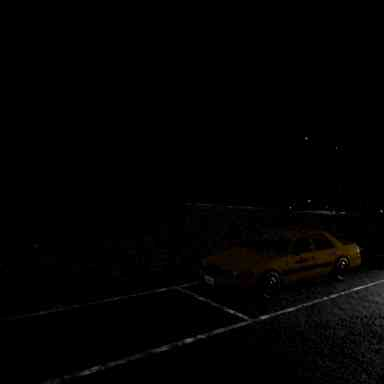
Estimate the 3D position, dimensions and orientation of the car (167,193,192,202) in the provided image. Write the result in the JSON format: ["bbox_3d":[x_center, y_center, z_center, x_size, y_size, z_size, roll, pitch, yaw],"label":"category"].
[{"bbox_3d":[-2.348,1.056,60.698,2.128,1.511,4.902,1,0,-34],"label":"car"}]

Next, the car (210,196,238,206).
[{"bbox_3d":[4.313,1.247,45.347,1.994,1.385,4.181,1,0,-34],"label":"car"}]

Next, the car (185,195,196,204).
[{"bbox_3d":[-1.283,1.193,53.556,1.895,1.301,4.718,1,0,-34],"label":"car"}]

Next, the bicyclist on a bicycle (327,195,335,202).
[{"bbox_3d":[16.282,1.158,38.904,1.656,1.620,0.582,0,0,-34],"label":"bicyclist on a bicycle"}]

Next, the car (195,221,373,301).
[{"bbox_3d":[2.345,1.526,8.337,4.829,1.417,1.752,0,1,-35],"label":"car"}]

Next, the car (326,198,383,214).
[{"bbox_3d":[14.675,1.341,30.209,2.128,1.511,4.902,1,0,-34],"label":"car"}]

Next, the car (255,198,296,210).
[{"bbox_3d":[9.437,1.367,37.854,1.895,1.301,4.718,1,0,-34],"label":"car"}]

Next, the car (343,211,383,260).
[{"bbox_3d":[7.105,1.547,11.641,4.507,1.381,1.887,0,1,-35],"label":"car"}]
